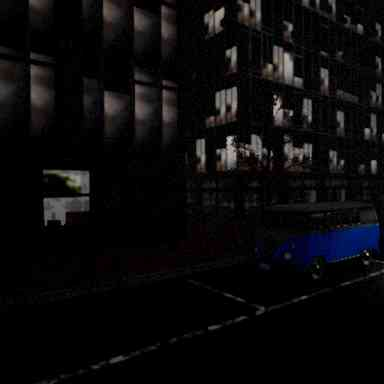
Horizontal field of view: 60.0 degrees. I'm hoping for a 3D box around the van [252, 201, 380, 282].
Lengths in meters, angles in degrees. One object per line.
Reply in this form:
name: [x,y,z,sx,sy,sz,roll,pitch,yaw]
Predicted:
van: [3.410,1.177,8.988,3.998,1.788,1.690,-1,1,-36]
